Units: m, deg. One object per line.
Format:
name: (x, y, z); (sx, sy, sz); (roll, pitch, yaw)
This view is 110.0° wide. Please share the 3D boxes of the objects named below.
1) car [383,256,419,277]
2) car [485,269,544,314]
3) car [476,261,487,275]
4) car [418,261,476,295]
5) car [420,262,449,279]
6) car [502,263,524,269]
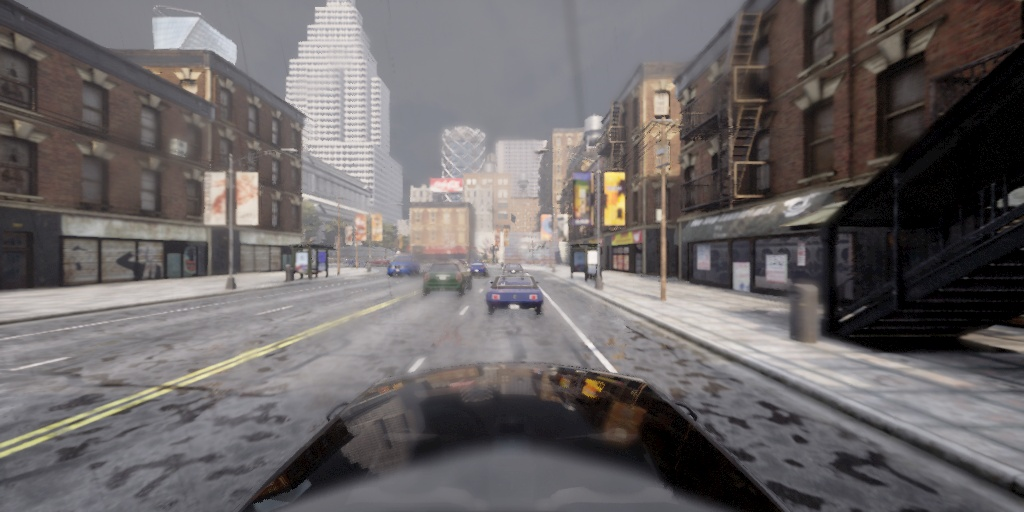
car: (-10.690, 0.981, 35.936); (2.150, 2.045, 5.566); (0, 0, -2)
car: (0.104, 1.354, 13.733); (1.895, 1.301, 4.718); (0, 0, 0)
car: (-3.694, 1.286, 38.102); (1.812, 1.442, 4.674); (0, 0, -4)
car: (-3.394, 1.107, 19.764); (2.097, 1.767, 4.553); (0, 0, 0)
car: (-7.249, 1.324, 34.099); (1.994, 1.385, 4.181); (0, 0, -2)
car: (0.105, 1.306, 31.493); (2.033, 1.411, 5.357); (0, 0, 0)
